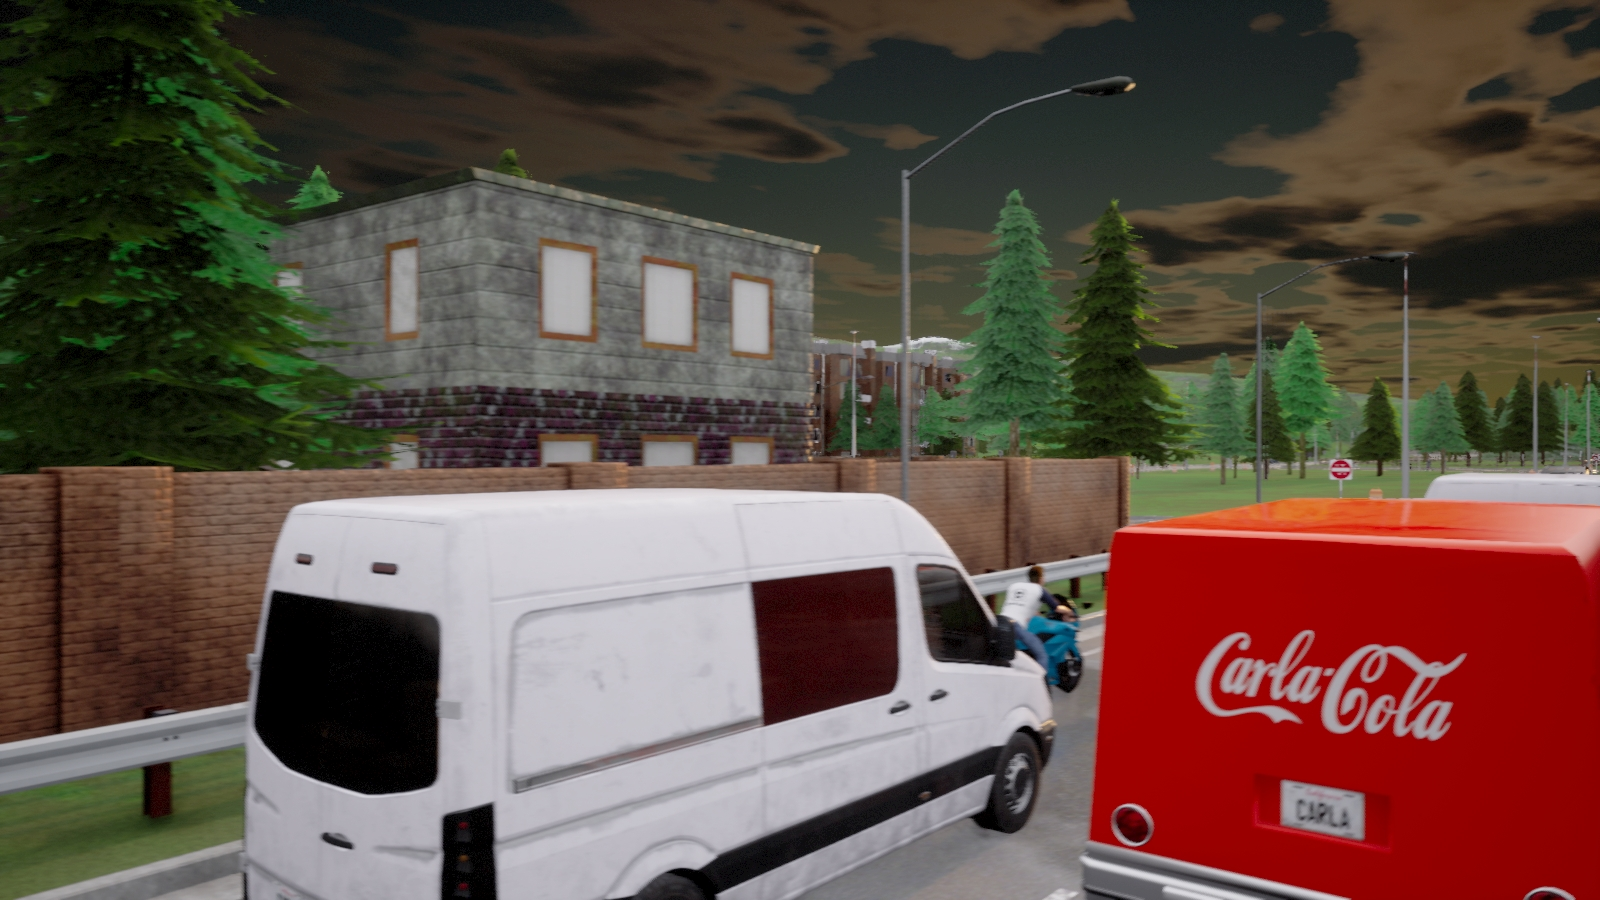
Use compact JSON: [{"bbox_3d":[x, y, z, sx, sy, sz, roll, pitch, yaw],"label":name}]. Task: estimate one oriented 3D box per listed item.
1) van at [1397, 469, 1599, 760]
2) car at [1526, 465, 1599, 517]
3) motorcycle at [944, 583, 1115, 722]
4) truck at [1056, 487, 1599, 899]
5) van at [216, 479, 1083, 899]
[{"bbox_3d":[8.587,1.540,13.129,1.988,2.561,5.915,0,0,38],"label":"van"},{"bbox_3d":[34.488,1.774,51.430,2.390,2.098,6.274,0,0,38],"label":"car"},{"bbox_3d":[2.576,2.189,12.680,2.033,1.199,0.803,0,0,-42],"label":"motorcycle"},{"bbox_3d":[4.015,1.574,7.349,2.627,2.467,5.204,0,0,38],"label":"truck"},{"bbox_3d":[-0.343,1.535,7.495,1.988,2.561,5.915,0,0,38],"label":"van"}]
